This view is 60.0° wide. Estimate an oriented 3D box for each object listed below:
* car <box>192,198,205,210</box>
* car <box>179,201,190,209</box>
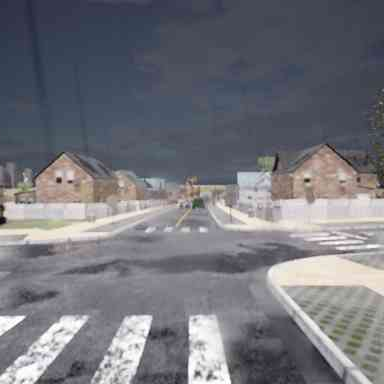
[{"bbox_3d":[1.215,2.141,60.274,2.150,2.045,5.566,0,-1,2],"label":"car"},{"bbox_3d":[-1.365,2.487,64.528,2.128,1.511,4.902,0,-1,2],"label":"car"}]
